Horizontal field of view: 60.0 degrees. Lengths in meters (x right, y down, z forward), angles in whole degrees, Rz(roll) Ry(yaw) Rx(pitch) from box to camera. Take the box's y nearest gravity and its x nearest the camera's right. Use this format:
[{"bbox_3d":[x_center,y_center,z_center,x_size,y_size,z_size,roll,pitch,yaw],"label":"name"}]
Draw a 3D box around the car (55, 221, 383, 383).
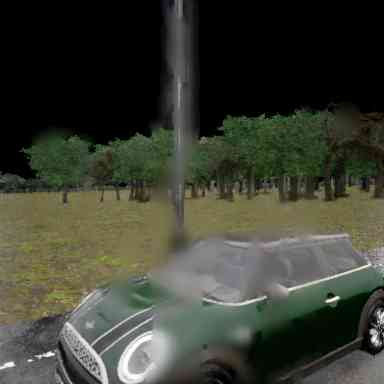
[{"bbox_3d":[0.665,1.349,4.466,4.553,1.767,2.097,0,0,-35],"label":"car"}]
